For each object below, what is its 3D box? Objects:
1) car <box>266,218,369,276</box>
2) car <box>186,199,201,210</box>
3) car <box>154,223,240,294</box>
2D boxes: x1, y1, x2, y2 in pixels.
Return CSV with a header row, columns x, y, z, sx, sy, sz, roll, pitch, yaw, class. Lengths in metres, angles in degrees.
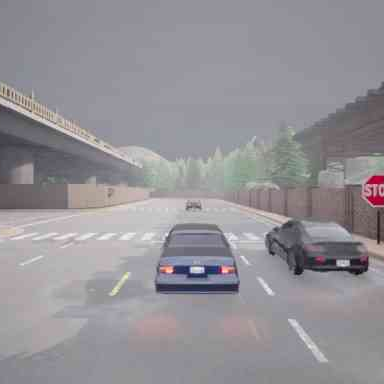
x,y,z,sx,sy,sz,roll,pitch,yaw,class
3.600,1.526,10.229,1.812,1.442,4.674,0,0,0,car
0.211,1.601,42.695,1.895,1.301,4.718,0,0,0,car
0.099,1.547,8.908,2.033,1.411,5.357,0,0,0,car
